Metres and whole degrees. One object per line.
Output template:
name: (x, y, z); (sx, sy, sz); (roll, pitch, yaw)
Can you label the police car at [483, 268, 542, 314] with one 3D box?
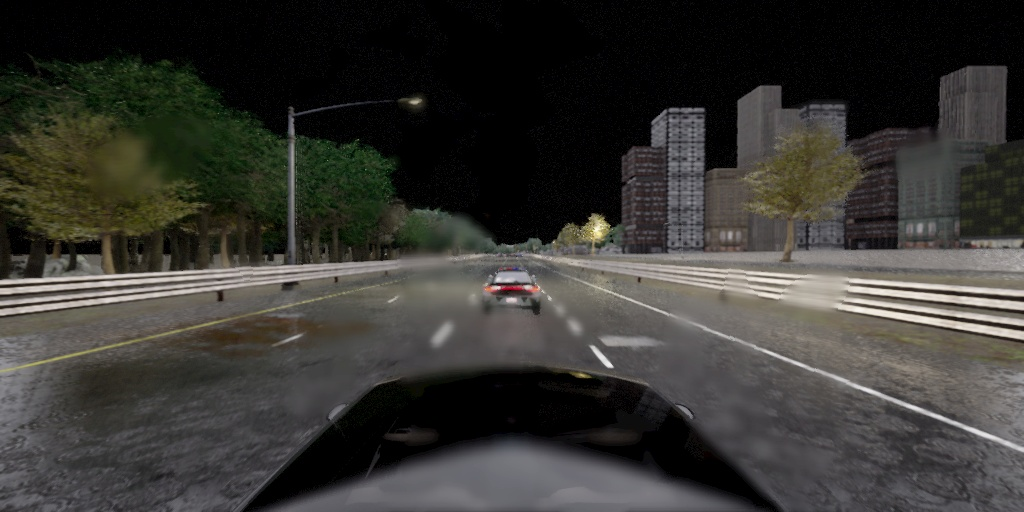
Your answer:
police car: (0.017, 1.229, 13.653); (2.038, 1.542, 4.974); (0, 0, 0)
